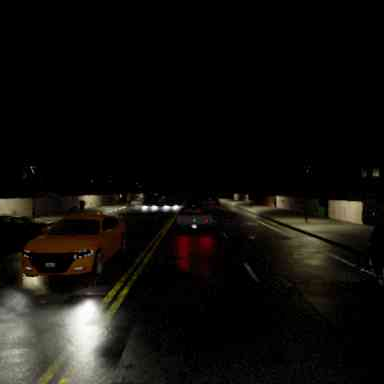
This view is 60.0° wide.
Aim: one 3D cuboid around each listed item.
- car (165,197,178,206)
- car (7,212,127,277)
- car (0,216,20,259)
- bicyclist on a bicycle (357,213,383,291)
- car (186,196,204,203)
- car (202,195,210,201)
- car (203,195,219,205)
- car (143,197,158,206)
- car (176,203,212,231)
[{"bbox_3d":[-3.212,1.446,52.313,1.895,1.301,4.718,0,0,1],"label":"car"},{"bbox_3d":[-3.335,1.437,10.323,1.882,1.535,5.008,0,0,0],"label":"car"},{"bbox_3d":[-6.584,1.500,10.898,2.033,1.411,5.357,0,0,0],"label":"car"},{"bbox_3d":[4.156,1.351,7.448,0.659,1.776,1.843,0,0,0],"label":"bicyclist on a bicycle"},{"bbox_3d":[0.178,1.469,42.908,1.895,1.301,4.718,0,0,0],"label":"car"},{"bbox_3d":[3.396,1.348,79.852,1.812,1.442,4.674,0,0,0],"label":"car"},{"bbox_3d":[3.447,1.343,55.159,2.128,1.511,4.902,0,0,0],"label":"car"},{"bbox_3d":[-6.462,1.441,52.320,1.895,1.301,4.718,0,0,1],"label":"car"},{"bbox_3d":[0.134,1.533,19.919,1.895,1.301,4.718,0,0,0],"label":"car"}]
